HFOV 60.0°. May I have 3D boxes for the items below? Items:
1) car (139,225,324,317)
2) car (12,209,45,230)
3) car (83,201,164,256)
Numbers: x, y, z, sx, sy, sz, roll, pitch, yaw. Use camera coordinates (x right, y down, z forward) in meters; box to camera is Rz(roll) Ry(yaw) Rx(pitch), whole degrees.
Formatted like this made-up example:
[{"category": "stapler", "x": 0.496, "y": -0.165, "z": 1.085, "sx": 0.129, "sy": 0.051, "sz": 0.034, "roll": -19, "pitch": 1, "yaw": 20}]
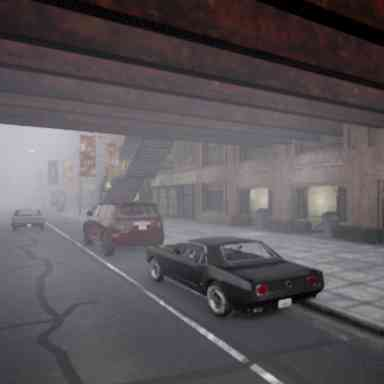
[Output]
[{"category": "car", "x": 0.552, "y": 1.692, "z": 7.809, "sx": 1.895, "sy": 1.301, "sz": 4.718, "roll": 0, "pitch": -1, "yaw": -30}, {"category": "car", "x": -11.618, "y": 1.876, "z": 23.456, "sx": 1.895, "sy": 1.301, "sz": 4.718, "roll": 0, "pitch": -1, "yaw": -29}, {"category": "car", "x": -3.091, "y": 1.400, "z": 14.249, "sx": 2.435, "sy": 2.045, "sz": 5.566, "roll": 0, "pitch": -1, "yaw": -30}]
